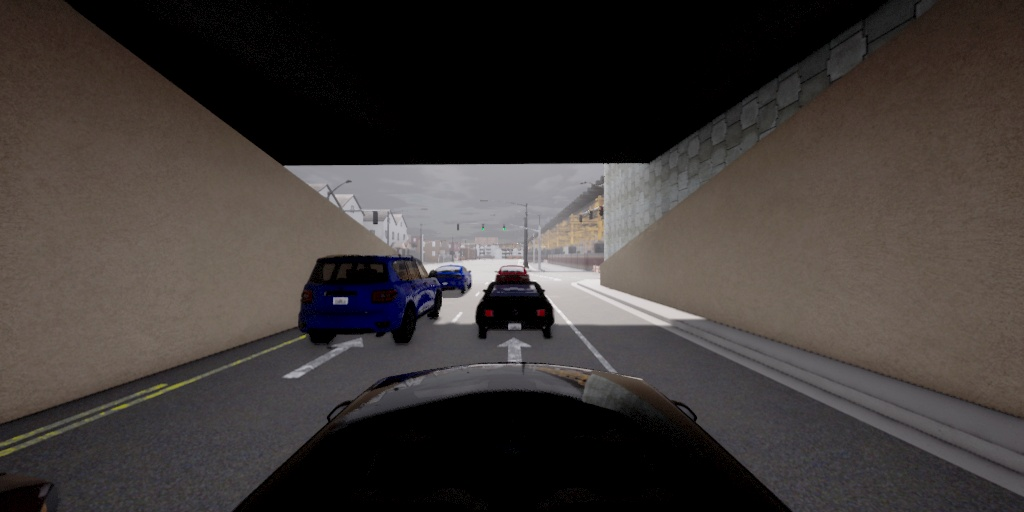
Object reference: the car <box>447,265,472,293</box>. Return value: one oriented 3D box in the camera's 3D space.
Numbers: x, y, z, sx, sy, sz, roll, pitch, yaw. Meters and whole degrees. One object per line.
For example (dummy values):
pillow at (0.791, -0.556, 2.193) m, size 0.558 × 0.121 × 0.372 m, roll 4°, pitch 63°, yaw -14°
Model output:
car at (-3.484, 1.263, 21.108) m, size 1.882 × 1.535 × 5.008 m, roll 0°, pitch 0°, yaw 0°

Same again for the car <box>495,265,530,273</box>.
car at (0.019, 1.262, 20.823) m, size 1.882 × 1.535 × 5.008 m, roll 0°, pitch 0°, yaw 0°

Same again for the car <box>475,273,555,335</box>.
car at (0.062, 1.367, 10.605) m, size 1.895 × 1.301 × 4.718 m, roll 0°, pitch 0°, yaw 0°

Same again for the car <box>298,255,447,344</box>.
car at (-3.431, 0.987, 9.818) m, size 2.150 × 2.045 × 5.566 m, roll 0°, pitch 0°, yaw 0°
